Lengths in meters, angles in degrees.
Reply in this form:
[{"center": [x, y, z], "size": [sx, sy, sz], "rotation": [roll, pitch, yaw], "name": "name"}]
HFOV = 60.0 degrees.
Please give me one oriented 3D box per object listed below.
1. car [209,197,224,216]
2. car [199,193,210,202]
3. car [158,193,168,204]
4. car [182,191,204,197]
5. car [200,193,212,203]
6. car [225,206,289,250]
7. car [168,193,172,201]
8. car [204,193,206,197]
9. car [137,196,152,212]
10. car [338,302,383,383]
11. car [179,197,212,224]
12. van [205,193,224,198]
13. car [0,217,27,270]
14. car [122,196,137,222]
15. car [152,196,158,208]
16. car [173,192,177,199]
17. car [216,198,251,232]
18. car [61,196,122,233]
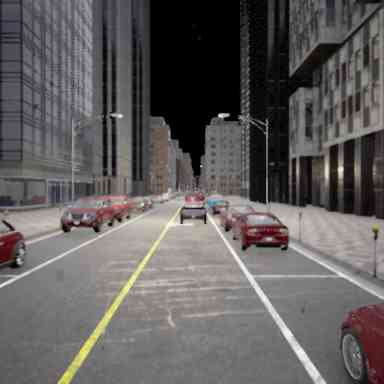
[{"center": [2.667, 1.445, 30.681], "size": [1.947, 1.339, 4.313], "rotation": [0, 0, 0], "name": "car"}, {"center": [2.665, 1.111, 70.151], "size": [2.192, 1.841, 5.009], "rotation": [0, 0, 0], "name": "car"}, {"center": [-5.867, 1.341, 58.689], "size": [1.752, 1.417, 4.829], "rotation": [0, 0, 1], "name": "car"}, {"center": [0.104, 1.063, 45.292], "size": [2.150, 2.045, 5.566], "rotation": [0, 0, 0], "name": "car"}, {"center": [2.665, 1.123, 64.511], "size": [2.192, 1.841, 5.009], "rotation": [0, 0, 0], "name": "car"}, {"center": [2.668, 1.489, 13.764], "size": [1.887, 1.381, 4.507], "rotation": [0, 0, 0], "name": "car"}, {"center": [-5.861, 1.322, 70.002], "size": [1.752, 1.417, 4.829], "rotation": [0, 0, 0], "name": "car"}, {"center": [2.666, 1.351, 53.444], "size": [1.752, 1.417, 4.829], "rotation": [0, 0, 1], "name": "car"}, {"center": [-5.859, 1.302, 36.334], "size": [1.967, 1.590, 4.097], "rotation": [0, 0, 0], "name": "car"}, {"center": [2.668, 1.572, 2.485], "size": [1.802, 1.307, 4.206], "rotation": [0, 0, 0], "name": "car"}, {"center": [0.101, 1.396, 24.078], "size": [2.128, 1.511, 4.902], "rotation": [0, 0, 0], "name": "car"}, {"center": [2.666, 1.203, 36.319], "size": [1.690, 1.788, 3.998], "rotation": [0, 0, 0], "name": "van"}, {"center": [-5.858, 1.407, 8.136], "size": [1.967, 1.590, 4.097], "rotation": [0, 0, 0], "name": "car"}, {"center": [-5.858, 1.215, 25.054], "size": [2.192, 1.841, 5.009], "rotation": [0, 0, 0], "name": "car"}, {"center": [-5.859, 1.287, 41.973], "size": [1.967, 1.590, 4.097], "rotation": [0, 0, 0], "name": "car"}, {"center": [-5.860, 1.314, 92.733], "size": [1.802, 1.307, 4.206], "rotation": [0, 0, 0], "name": "car"}, {"center": [2.668, 1.362, 19.402], "size": [1.967, 1.590, 4.097], "rotation": [0, 0, 0], "name": "car"}, {"center": [-5.858, 1.237, 19.415], "size": [2.192, 1.841, 5.009], "rotation": [0, 0, 0], "name": "car"}]
